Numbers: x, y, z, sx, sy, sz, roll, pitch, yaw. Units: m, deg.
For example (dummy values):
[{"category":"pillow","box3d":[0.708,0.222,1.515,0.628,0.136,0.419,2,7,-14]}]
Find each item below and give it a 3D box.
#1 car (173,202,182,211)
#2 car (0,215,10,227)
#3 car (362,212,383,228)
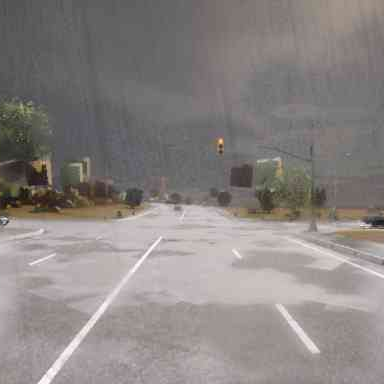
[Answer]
[{"category":"car","box3d":[-3.502,3.976,83.187,2.033,1.411,5.357,0,0,0]},{"category":"car","box3d":[-18.153,2.243,28.706,4.902,1.511,2.128,0,-3,12]},{"category":"car","box3d":[16.481,2.238,26.715,4.718,1.301,1.895,0,-3,-1]}]
